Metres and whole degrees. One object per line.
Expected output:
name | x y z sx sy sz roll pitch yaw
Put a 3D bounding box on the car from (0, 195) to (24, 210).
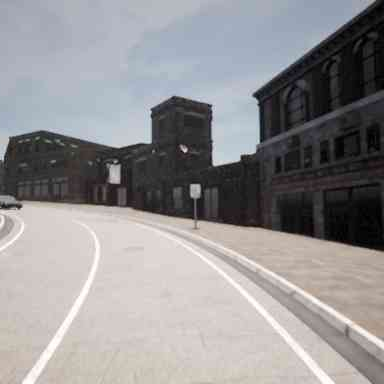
car | -19.730 1.086 35.231 5.357 1.411 2.033 2 -1 42
